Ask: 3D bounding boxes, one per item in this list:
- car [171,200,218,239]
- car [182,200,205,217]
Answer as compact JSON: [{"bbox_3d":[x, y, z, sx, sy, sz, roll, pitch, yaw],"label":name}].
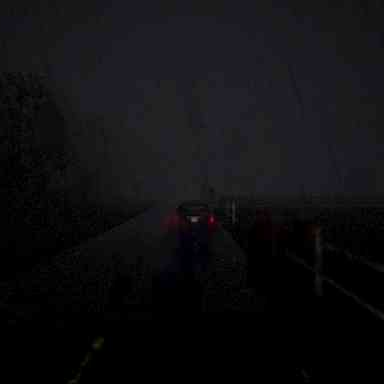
[{"bbox_3d":[0.099,1.242,16.716,2.097,1.767,4.553,0,0,0],"label":"car"},{"bbox_3d":[0.102,1.401,29.438,1.895,1.301,4.718,0,0,0],"label":"car"}]
